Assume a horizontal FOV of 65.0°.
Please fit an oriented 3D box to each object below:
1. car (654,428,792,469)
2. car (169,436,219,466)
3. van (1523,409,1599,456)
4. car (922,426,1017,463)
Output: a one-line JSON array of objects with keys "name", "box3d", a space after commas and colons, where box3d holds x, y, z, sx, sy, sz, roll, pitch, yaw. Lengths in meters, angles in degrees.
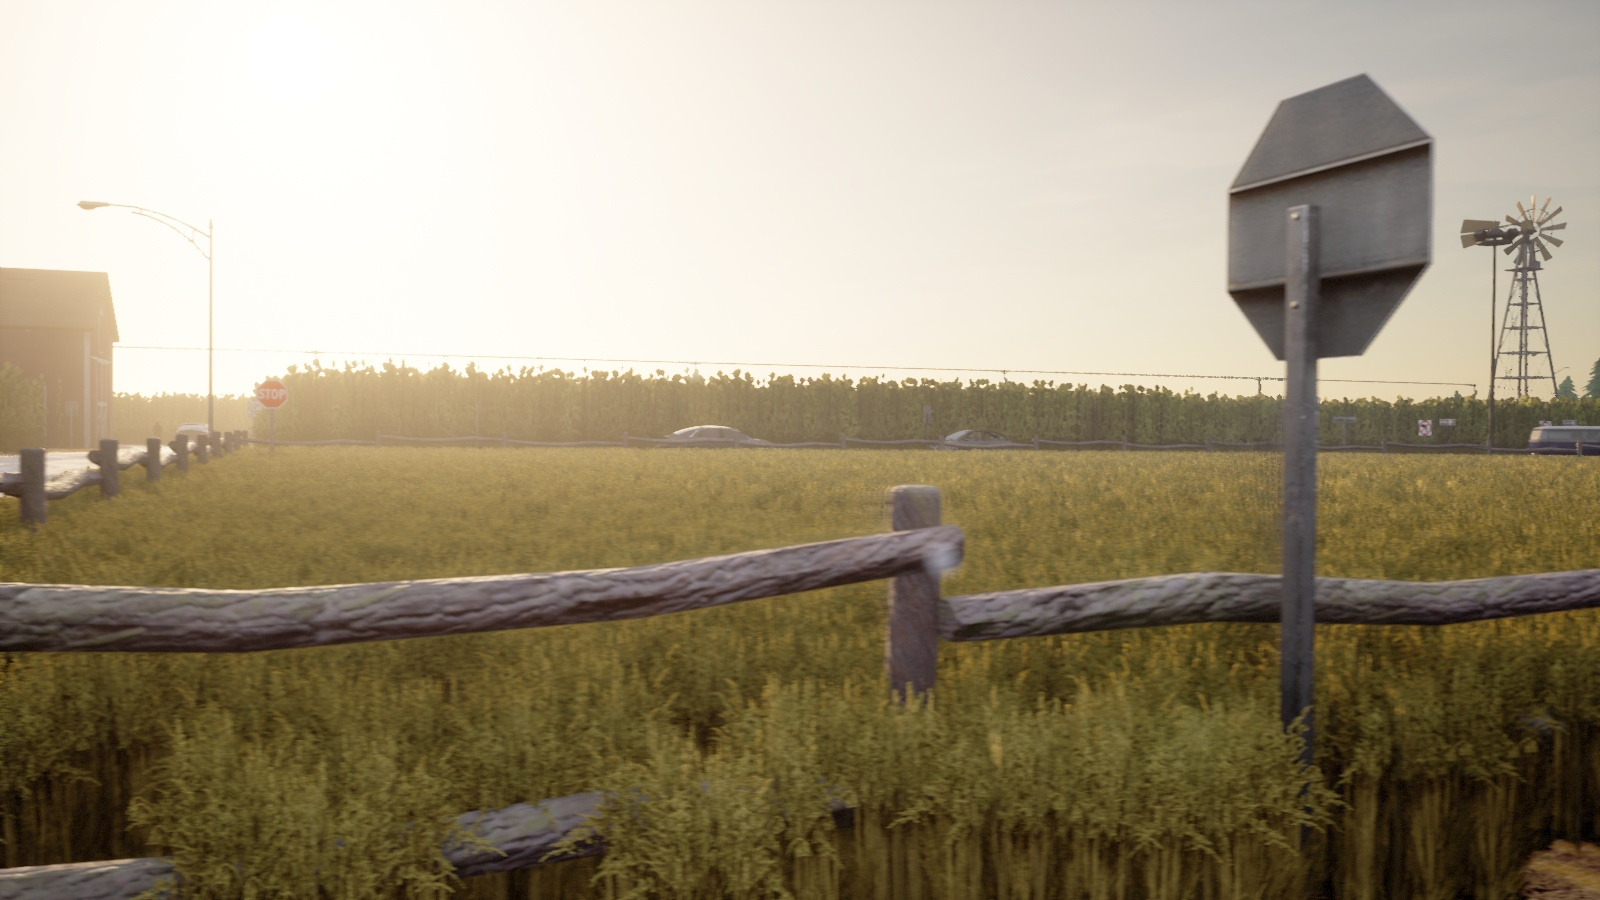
[{"name": "car", "box3d": [-2.923, -0.073, 47.613, 4.892, 1.490, 1.837, -1, 1, -20]}, {"name": "car", "box3d": [-30.326, 0.035, 62.971, 1.812, 1.442, 4.674, -1, 0, -21]}, {"name": "van", "box3d": [33.720, -0.767, 53.773, 4.442, 1.987, 1.775, -1, 1, 15]}, {"name": "car", "box3d": [7.375, -0.268, 54.753, 3.705, 1.549, 1.789, -1, 1, -20]}]
